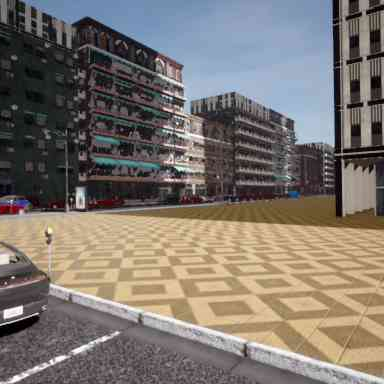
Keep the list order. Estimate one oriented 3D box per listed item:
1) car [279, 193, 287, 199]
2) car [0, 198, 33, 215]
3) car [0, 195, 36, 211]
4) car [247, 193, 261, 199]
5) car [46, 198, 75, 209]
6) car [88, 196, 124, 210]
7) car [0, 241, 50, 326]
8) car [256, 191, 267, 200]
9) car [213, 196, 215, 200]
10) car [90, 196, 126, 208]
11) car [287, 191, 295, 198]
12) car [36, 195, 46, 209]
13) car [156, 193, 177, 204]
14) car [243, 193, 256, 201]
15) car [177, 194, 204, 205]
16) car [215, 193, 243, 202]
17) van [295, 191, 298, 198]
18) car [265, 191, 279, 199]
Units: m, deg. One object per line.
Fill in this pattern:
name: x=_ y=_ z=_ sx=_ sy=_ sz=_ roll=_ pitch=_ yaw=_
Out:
car: x=19.670 y=0.938 z=77.147 sx=2.008 sy=1.369 sz=4.403 roll=-1 pitch=0 yaw=36
car: x=-16.122 y=1.413 z=27.996 sx=1.802 sy=1.307 sz=4.206 roll=-1 pitch=0 yaw=36
car: x=-18.954 y=1.244 z=33.960 sx=2.097 sy=1.767 sz=4.553 roll=-1 pitch=0 yaw=36
car: x=16.152 y=1.040 z=86.550 sx=1.947 sy=1.339 sz=4.313 roll=-1 pitch=0 yaw=36
car: x=-16.388 y=1.415 z=41.868 sx=1.887 sy=1.381 sz=4.507 roll=-1 pitch=0 yaw=36
car: x=-9.616 y=1.186 z=36.933 sx=1.967 sy=1.590 sz=4.097 roll=-1 pitch=0 yaw=36
car: x=-4.419 y=1.553 z=6.221 sx=4.403 sy=1.369 sz=2.008 roll=0 pitch=-1 yaw=36
car: x=13.163 y=1.046 z=68.210 sx=1.802 sy=1.307 sz=4.206 roll=-1 pitch=0 yaw=36
car: x=6.388 y=1.028 z=73.144 sx=1.967 sy=1.590 sz=4.097 roll=-1 pitch=0 yaw=36
car: x=-11.183 y=1.317 z=44.609 sx=1.812 sy=1.442 sz=4.674 roll=-1 pitch=0 yaw=36
car: x=22.925 y=0.931 z=81.616 sx=1.802 sy=1.307 sz=4.206 roll=-1 pitch=0 yaw=36
car: x=-19.644 y=1.228 z=37.399 sx=2.192 sy=1.841 sz=5.009 roll=-1 pitch=0 yaw=36
car: x=-3.907 y=1.052 z=54.553 sx=2.097 sy=1.767 sz=4.553 roll=-1 pitch=0 yaw=36
car: x=9.909 y=1.048 z=63.742 sx=1.887 sy=1.381 sz=4.507 roll=-1 pitch=0 yaw=36
car: x=0.146 y=1.062 z=50.338 sx=1.967 sy=1.590 sz=4.097 roll=-1 pitch=0 yaw=36
car: x=6.655 y=1.093 z=59.274 sx=2.008 sy=1.369 sz=4.403 roll=-1 pitch=0 yaw=36
van: x=26.176 y=0.654 z=86.084 sx=1.690 sy=1.788 sz=3.998 roll=-1 pitch=0 yaw=36
car: x=16.414 y=0.740 z=72.679 sx=2.192 sy=1.841 sz=5.009 roll=-1 pitch=0 yaw=36
